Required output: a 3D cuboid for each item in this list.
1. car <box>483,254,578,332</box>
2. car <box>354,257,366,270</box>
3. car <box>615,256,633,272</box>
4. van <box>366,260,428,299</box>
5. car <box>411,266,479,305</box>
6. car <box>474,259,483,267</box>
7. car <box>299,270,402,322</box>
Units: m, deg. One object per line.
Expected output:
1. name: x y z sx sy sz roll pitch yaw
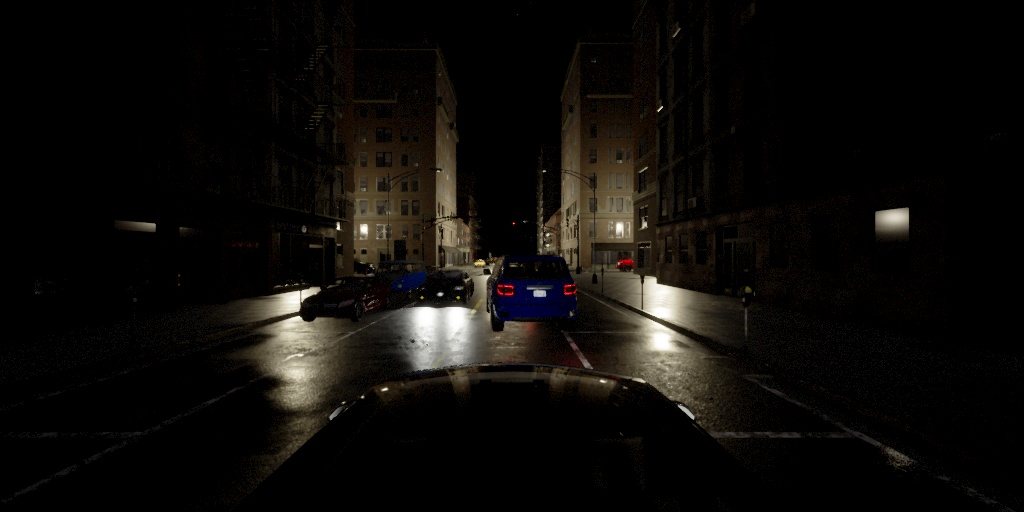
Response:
1. car: 0.360 0.972 11.052 2.150 2.045 5.566 0 0 -6
2. car: -18.233 1.066 40.064 5.566 2.045 2.150 0 0 0
3. car: 15.329 0.880 43.071 5.566 2.045 2.150 0 0 0
4. van: -5.393 1.091 17.614 1.690 1.789 3.998 0 0 0
5. car: -2.813 1.314 16.073 1.994 1.385 4.181 0 0 0
6. car: -5.393 1.276 60.813 1.751 1.417 4.829 0 0 0
7. car: -5.394 1.332 12.208 1.802 1.307 4.207 0 0 0
